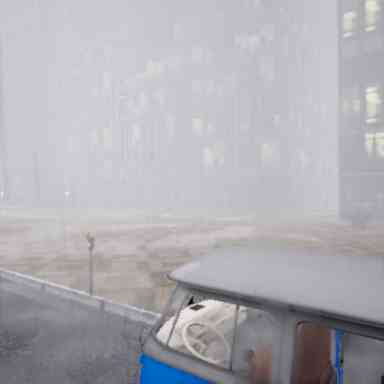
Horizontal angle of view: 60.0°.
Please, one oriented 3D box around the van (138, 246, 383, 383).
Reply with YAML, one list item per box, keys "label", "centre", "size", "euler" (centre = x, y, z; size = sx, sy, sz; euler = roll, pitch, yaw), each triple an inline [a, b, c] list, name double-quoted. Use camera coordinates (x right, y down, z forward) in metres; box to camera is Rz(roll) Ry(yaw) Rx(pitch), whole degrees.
- label: "van"
  centre: [1.434, 1.343, 1.869]
  size: [3.998, 1.788, 1.690]
  euler: [1, -1, 36]
